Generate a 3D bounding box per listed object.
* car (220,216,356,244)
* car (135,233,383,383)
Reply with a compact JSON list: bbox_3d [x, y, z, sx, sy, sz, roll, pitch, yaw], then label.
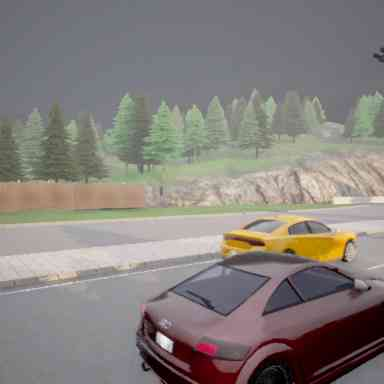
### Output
[{"bbox_3d":[3.138,1.477,10.283,5.008,1.535,1.882,0,0,-36],"label":"car"},{"bbox_3d":[1.335,1.563,4.698,4.181,1.385,1.994,0,0,-36],"label":"car"}]
